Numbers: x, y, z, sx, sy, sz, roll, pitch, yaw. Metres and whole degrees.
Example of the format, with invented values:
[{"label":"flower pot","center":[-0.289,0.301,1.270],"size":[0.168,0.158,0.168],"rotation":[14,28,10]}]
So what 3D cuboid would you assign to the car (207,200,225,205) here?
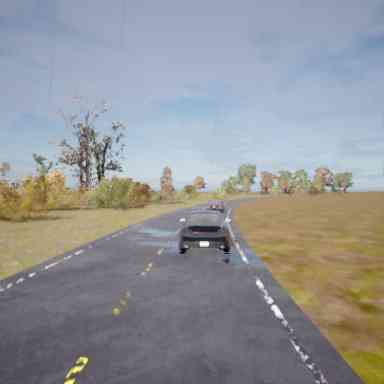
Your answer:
[{"label":"car","center":[2.589,1.525,36.253],"size":[2.033,1.411,5.357],"rotation":[0,0,8]}]

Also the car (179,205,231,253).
[{"label":"car","center":[0.534,1.500,13.644],"size":[1.837,1.490,4.892],"rotation":[0,0,3]}]
